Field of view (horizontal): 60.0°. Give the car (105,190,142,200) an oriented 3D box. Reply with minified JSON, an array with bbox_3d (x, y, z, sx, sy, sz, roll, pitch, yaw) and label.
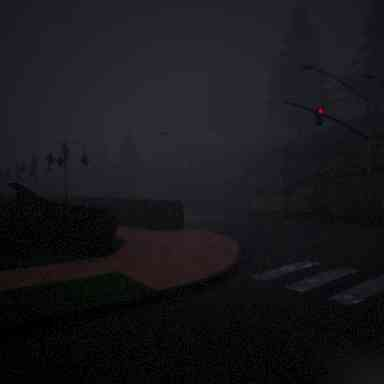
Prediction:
[{"bbox_3d":[-6.018,0.874,29.562,2.150,2.045,5.566,-1,1,-35],"label":"car"}]
